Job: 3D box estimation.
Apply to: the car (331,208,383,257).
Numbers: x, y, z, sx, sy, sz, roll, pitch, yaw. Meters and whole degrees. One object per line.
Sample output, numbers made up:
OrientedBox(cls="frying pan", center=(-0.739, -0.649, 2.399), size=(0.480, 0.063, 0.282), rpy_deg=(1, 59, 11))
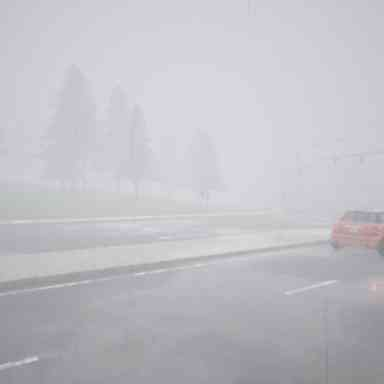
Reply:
OrientedBox(cls="car", center=(7.803, 1.481, 13.735), size=(4.553, 1.767, 2.097), rpy_deg=(1, -1, -35))

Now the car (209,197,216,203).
OrientedBox(cls="car", center=(4.187, 1.996, 83.451), size=(1.812, 1.442, 4.674), rpy_deg=(1, 0, -35))

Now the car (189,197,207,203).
OrientedBox(cls="car", center=(1.338, 2.035, 81.417), size=(1.895, 1.301, 4.718), rpy_deg=(1, 0, -35))

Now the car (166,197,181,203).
OrientedBox(cls="car", center=(-4.410, 1.928, 77.422), size=(1.994, 1.385, 4.181), rpy_deg=(1, 0, -35))
